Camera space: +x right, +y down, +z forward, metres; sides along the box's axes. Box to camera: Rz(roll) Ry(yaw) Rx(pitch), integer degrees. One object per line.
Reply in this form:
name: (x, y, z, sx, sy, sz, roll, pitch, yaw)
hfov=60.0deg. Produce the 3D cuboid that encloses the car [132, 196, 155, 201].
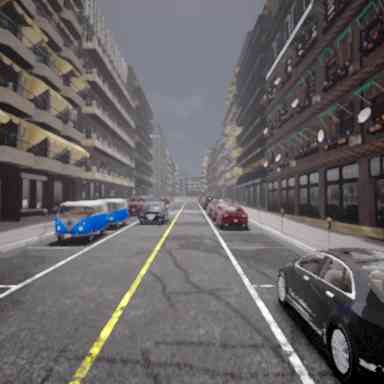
car: (-5.317, 1.349, 32.931, 2.192, 1.841, 5.009, 1, 0, 0)

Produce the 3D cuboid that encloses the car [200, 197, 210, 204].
car: (2.495, 1.702, 66.064, 1.802, 1.307, 4.206, 1, 0, 0)

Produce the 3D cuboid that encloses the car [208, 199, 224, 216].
car: (2.563, 1.566, 27.345, 1.887, 1.381, 4.507, 1, 0, 0)

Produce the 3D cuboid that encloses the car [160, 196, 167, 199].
car: (-5.337, 1.636, 49.523, 1.947, 1.339, 4.313, 1, 0, 0)

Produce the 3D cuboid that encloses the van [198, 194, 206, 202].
van: (2.486, 1.532, 82.659, 1.690, 1.788, 3.998, 1, 0, 0)

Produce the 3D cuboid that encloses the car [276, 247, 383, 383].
car: (2.581, 1.551, 5.223, 2.008, 1.369, 4.403, 1, 0, 0)

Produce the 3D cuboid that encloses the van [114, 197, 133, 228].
van: (-5.308, 1.358, 21.870, 1.690, 1.788, 3.998, 1, 0, 0)

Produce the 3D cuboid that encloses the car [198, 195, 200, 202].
car: (2.508, 1.523, 55.002, 1.967, 1.590, 4.097, 1, 0, 0)

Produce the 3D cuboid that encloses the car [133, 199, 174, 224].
car: (-2.770, 1.511, 24.878, 2.128, 1.511, 4.902, 0, 0, 0)

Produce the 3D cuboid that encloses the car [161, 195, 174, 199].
car: (-5.345, 1.438, 66.113, 2.192, 1.841, 5.009, 1, 0, 0)

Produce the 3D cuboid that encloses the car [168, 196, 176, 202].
car: (-5.370, 1.804, 88.237, 1.802, 1.307, 4.206, 1, 0, 0)

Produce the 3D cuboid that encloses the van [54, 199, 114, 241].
van: (-5.303, 1.351, 16.338, 1.690, 1.788, 3.998, 1, 0, 0)

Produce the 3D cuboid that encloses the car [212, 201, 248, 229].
car: (2.568, 1.557, 21.815, 1.887, 1.381, 4.507, 1, 0, 0)

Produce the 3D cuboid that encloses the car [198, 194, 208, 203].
car: (2.491, 1.480, 77.127, 2.192, 1.841, 5.009, 1, 0, 0)

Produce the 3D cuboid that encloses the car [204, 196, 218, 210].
car: (2.568, 1.471, 32.877, 1.967, 1.590, 4.097, 1, 0, 0)

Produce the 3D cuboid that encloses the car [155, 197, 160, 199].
car: (-5.321, 1.360, 38.461, 2.192, 1.841, 5.009, 1, 0, 0)

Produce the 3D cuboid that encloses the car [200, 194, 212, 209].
car: (2.520, 1.368, 43.939, 2.192, 1.841, 5.009, 1, 0, 0)
